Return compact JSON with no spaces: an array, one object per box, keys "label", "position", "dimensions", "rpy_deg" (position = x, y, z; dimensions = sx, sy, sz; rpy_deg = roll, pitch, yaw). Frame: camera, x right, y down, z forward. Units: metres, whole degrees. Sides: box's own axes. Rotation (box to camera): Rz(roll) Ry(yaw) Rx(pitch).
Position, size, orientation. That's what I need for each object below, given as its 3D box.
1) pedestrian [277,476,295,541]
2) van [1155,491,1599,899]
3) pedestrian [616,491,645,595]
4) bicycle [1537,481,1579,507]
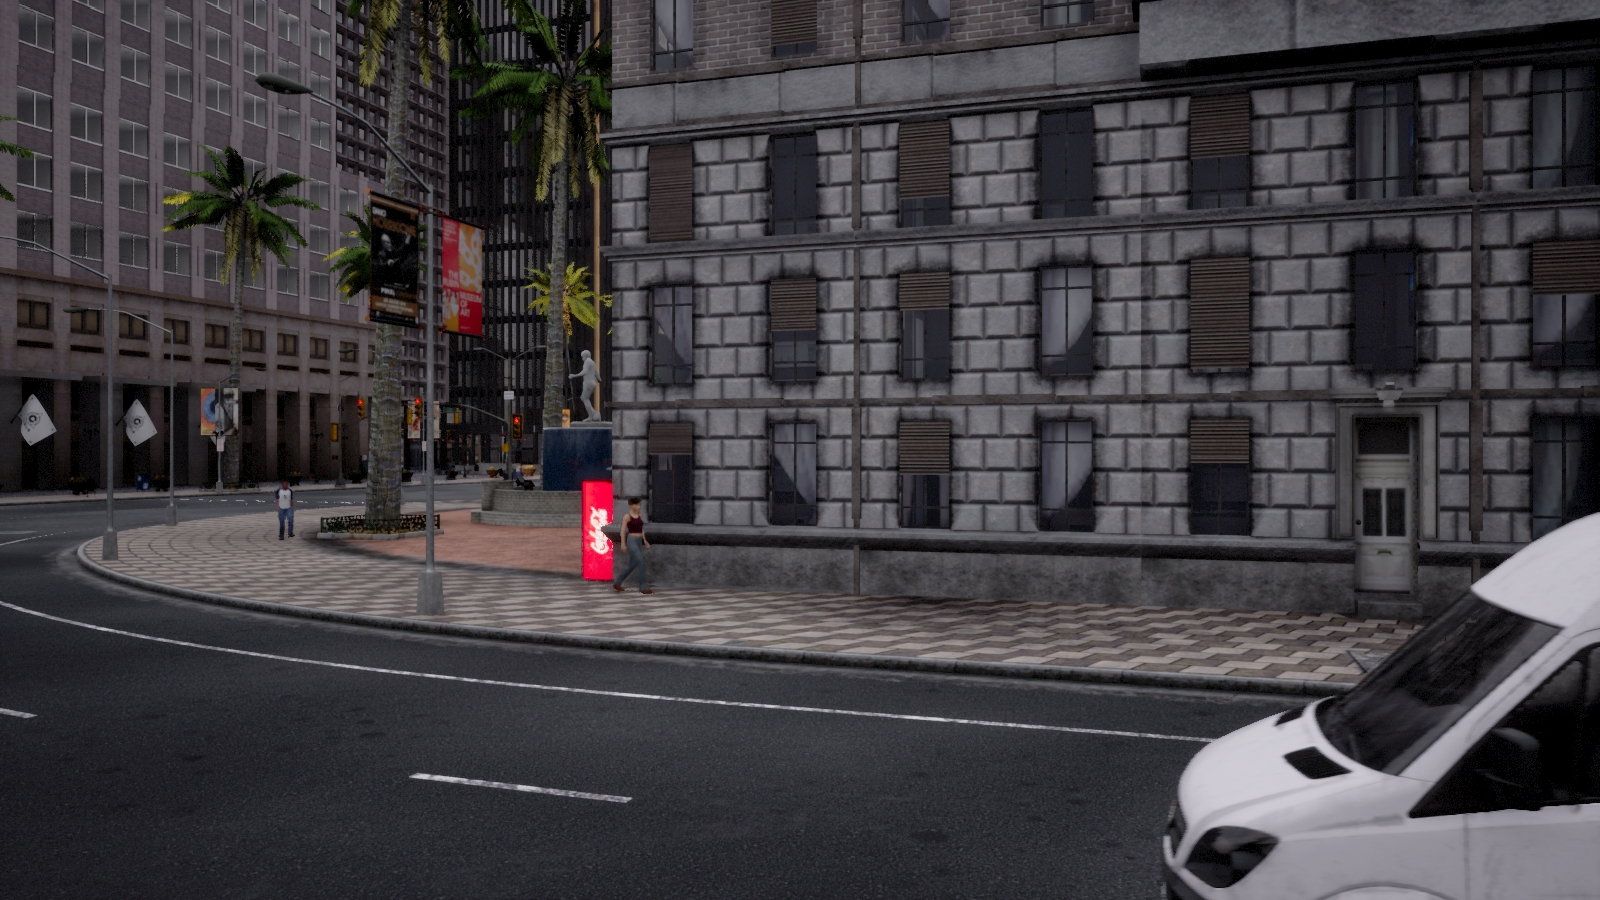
[{"label":"pedestrian","position":[-14.935,1.696,33.180],"dimensions":[0.375,1.860,0.375],"rpy_deg":[0,0,-41]},{"label":"van","position":[4.744,1.534,5.209],"dimensions":[5.915,2.561,1.988],"rpy_deg":[0,0,19]},{"label":"pedestrian","position":[-3.121,1.696,21.012],"dimensions":[0.375,1.860,0.375],"rpy_deg":[0,0,34]},{"label":"bicycle","position":[38.747,2.249,58.440],"dimensions":[0.329,1.171,1.835],"rpy_deg":[5,1,-23]}]
